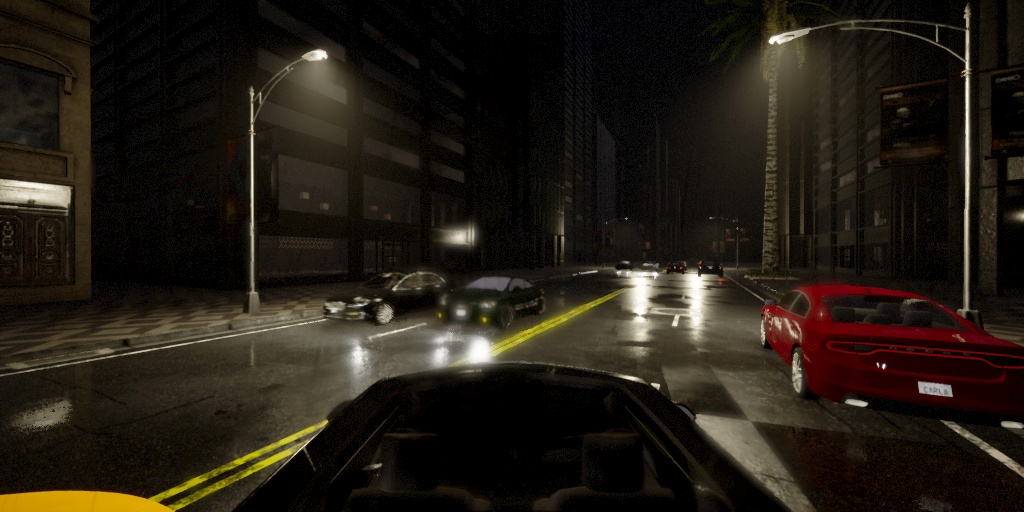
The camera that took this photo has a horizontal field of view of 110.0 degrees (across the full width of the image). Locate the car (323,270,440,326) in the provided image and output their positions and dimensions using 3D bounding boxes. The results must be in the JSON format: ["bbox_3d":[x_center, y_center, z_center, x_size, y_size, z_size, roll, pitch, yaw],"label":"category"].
[{"bbox_3d":[-3.741,1.255,11.939,1.837,1.490,4.892,0,0,27],"label":"car"}]

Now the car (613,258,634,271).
[{"bbox_3d":[15.649,1.339,49.584,1.994,1.385,4.181,0,0,27],"label":"car"}]

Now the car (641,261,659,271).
[{"bbox_3d":[18.618,1.376,48.252,1.895,1.301,4.718,0,0,27],"label":"car"}]

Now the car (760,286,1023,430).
[{"bbox_3d":[5.516,1.228,5.915,1.882,1.535,5.008,0,0,27],"label":"car"}]

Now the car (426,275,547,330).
[{"bbox_3d":[-0.441,1.314,11.249,1.994,1.385,4.181,0,0,27],"label":"car"}]

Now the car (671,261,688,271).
[{"bbox_3d":[23.553,1.380,50.306,1.895,1.301,4.718,0,0,27],"label":"car"}]

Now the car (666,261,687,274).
[{"bbox_3d":[18.662,1.317,40.809,2.033,1.411,5.357,0,0,27],"label":"car"}]

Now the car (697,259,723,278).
[{"bbox_3d":[19.301,1.117,34.987,2.097,1.767,4.553,0,0,27],"label":"car"}]
